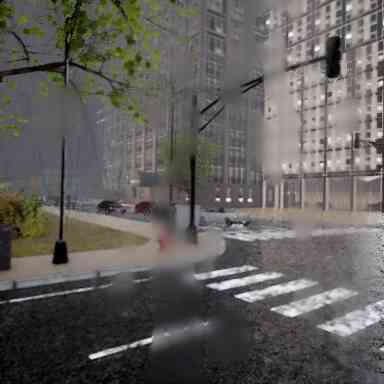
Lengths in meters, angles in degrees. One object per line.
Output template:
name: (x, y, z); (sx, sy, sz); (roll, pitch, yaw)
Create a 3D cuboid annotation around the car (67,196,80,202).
car: (-30.382, 1.738, 85.222); (1.837, 1.490, 4.892); (2, -1, -34)

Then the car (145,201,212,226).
car: (-1.064, 1.555, 23.681); (2.128, 1.511, 4.902); (2, -1, -34)

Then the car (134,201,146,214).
car: (-4.483, 1.666, 34.637); (1.812, 1.442, 4.674); (2, -1, -34)

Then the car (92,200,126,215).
car: (-8.520, 1.576, 34.830); (1.812, 1.442, 4.674); (2, -1, -34)

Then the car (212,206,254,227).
car: (2.322, 1.753, 24.456); (1.895, 1.301, 4.718); (2, -1, -34)

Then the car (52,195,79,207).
car: (-19.681, 1.381, 51.680); (2.097, 1.767, 4.553); (2, -1, -33)

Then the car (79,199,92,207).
car: (-17.085, 1.719, 53.638); (1.895, 1.301, 4.718); (2, -1, -34)
